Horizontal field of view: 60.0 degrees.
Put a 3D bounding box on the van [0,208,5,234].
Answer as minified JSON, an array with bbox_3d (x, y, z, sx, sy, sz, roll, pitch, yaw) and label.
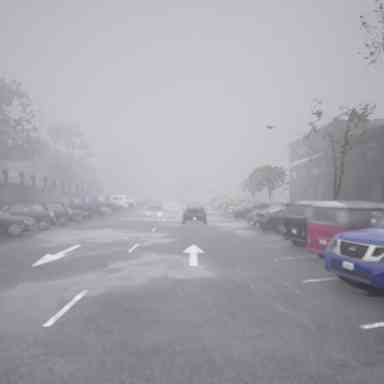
[{"bbox_3d":[-11.004,1.353,14.510,4.442,1.987,1.878,-1,0,-20],"label":"van"}]

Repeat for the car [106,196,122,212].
[{"bbox_3d":[-10.776,1.466,35.714,5.566,2.045,2.435,-1,-1,-20],"label":"car"}]

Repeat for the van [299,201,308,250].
[{"bbox_3d":[6.151,1.346,11.203,4.442,1.987,1.878,1,-1,-20],"label":"van"}]

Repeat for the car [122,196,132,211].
[{"bbox_3d":[-10.813,1.507,41.743,5.566,2.045,2.435,-1,0,-20],"label":"car"}]

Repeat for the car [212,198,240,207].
[{"bbox_3d":[6.248,1.943,61.456,4.674,1.452,2.002,1,-1,-20],"label":"car"}]

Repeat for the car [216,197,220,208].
[{"bbox_3d":[6.171,1.786,43.713,5.008,1.535,2.097,1,0,-20],"label":"car"}]

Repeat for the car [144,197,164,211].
[{"bbox_3d":[-4.907,1.802,45.004,1.837,1.490,4.892,0,0,0],"label":"car"}]

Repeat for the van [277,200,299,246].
[{"bbox_3d":[6.165,1.367,14.162,4.442,1.987,1.878,1,-1,-20],"label":"van"}]

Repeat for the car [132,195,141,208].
[{"bbox_3d":[-10.733,1.546,47.809,5.566,2.045,2.435,-1,-1,-20],"label":"car"}]

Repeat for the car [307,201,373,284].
[{"bbox_3d":[6.008,1.298,8.186,5.566,2.045,2.435,1,0,-20],"label":"car"}]

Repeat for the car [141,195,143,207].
[{"bbox_3d":[-10.757,1.712,53.827,4.553,1.767,2.185,-1,-1,-20],"label":"car"}]

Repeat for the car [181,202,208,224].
[{"bbox_3d":[0.205,1.689,26.742,1.837,1.490,4.892,0,0,0],"label":"car"}]

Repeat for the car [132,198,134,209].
[{"bbox_3d":[-10.739,1.807,44.784,4.792,1.488,2.163,-1,-1,-20],"label":"car"}]

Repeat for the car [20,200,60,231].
[{"bbox_3d":[-10.831,1.492,20.596,4.553,1.767,2.185,-1,0,-20],"label":"car"}]

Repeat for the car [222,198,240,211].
[{"bbox_3d":[6.307,1.728,34.899,5.366,1.575,1.946,1,-1,-20],"label":"car"}]

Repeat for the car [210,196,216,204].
[{"bbox_3d":[6.041,1.839,52.512,5.366,1.575,1.946,1,0,-20],"label":"car"}]

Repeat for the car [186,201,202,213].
[{"bbox_3d":[0.270,1.891,43.076,1.895,1.301,4.718,0,0,0],"label":"car"}]

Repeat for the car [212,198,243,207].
[{"bbox_3d":[6.241,1.885,58.499,4.892,1.521,2.231,1,0,-20],"label":"car"}]

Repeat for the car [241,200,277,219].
[{"bbox_3d":[6.119,1.525,23.003,4.553,1.767,2.185,1,0,-20],"label":"car"}]

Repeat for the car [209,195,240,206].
[{"bbox_3d":[6.287,1.671,64.434,5.566,2.045,2.435,1,-1,-20],"label":"car"}]

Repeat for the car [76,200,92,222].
[{"bbox_3d":[-10.812,1.688,26.648,4.792,1.488,2.163,-1,-1,-20],"label":"car"}]

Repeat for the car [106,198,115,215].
[{"bbox_3d":[-10.643,1.693,32.750,5.366,1.575,1.946,-1,-1,-20],"label":"car"}]

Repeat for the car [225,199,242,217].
[{"bbox_3d":[6.101,1.738,31.853,4.792,1.488,2.163,1,0,-20],"label":"car"}]

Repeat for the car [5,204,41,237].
[{"bbox_3d":[-10.887,1.599,17.575,4.892,1.521,2.231,-1,-1,-20],"label":"car"}]

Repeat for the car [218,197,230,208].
[{"bbox_3d":[6.333,1.767,40.816,5.366,1.575,1.946,1,-1,-20],"label":"car"}]

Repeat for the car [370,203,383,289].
[{"bbox_3d":[5.994,1.278,5.227,5.566,2.045,2.435,1,0,-20],"label":"car"}]

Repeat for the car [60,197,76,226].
[{"bbox_3d":[-10.827,1.512,23.626,4.553,1.767,2.185,-1,0,-20],"label":"car"}]

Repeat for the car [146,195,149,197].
[{"bbox_3d":[-10.678,1.751,59.892,4.553,1.767,2.185,-1,0,-20],"label":"car"}]

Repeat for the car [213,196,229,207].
[{"bbox_3d":[6.201,1.826,49.628,4.892,1.521,2.231,1,0,-20],"label":"car"}]

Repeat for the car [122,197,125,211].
[{"bbox_3d":[-10.779,1.739,38.720,4.892,1.521,2.231,-1,0,-20],"label":"car"}]

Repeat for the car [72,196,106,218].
[{"bbox_3d":[-10.860,1.427,29.652,5.566,2.045,2.435,-1,0,-20],"label":"car"}]

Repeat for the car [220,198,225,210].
[{"bbox_3d":[6.149,1.747,37.783,5.008,1.535,2.097,1,-1,-20],"label":"car"}]

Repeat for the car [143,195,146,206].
[{"bbox_3d":[-10.751,1.731,56.854,4.553,1.767,2.185,-1,-1,-20],"label":"car"}]

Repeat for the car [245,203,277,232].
[{"bbox_3d":[6.076,1.632,20.028,4.892,1.521,2.231,1,-1,-20],"label":"car"}]

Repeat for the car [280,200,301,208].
[{"bbox_3d":[22.776,2.830,77.103,1.946,1.575,5.366,2,0,-20],"label":"car"}]
